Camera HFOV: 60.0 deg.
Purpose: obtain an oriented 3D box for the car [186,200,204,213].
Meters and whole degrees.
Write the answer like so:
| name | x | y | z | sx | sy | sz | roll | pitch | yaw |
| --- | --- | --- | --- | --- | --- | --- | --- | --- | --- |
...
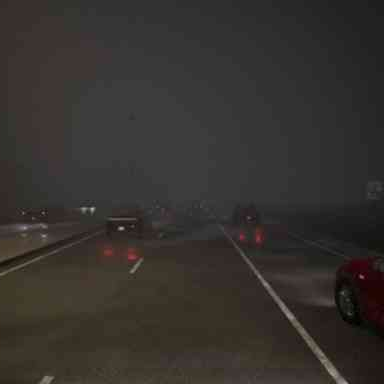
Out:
| name | x | y | z | sx | sy | sz | roll | pitch | yaw |
| --- | --- | --- | --- | --- | --- | --- | --- | --- | --- |
| car | 0.358 | 1.562 | 36.913 | 2.033 | 1.411 | 5.357 | 0 | 0 | 0 |

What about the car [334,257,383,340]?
| name | x | y | z | sx | sy | sz | roll | pitch | yaw |
| --- | --- | --- | --- | --- | --- | --- | --- | --- | --- |
| car | 3.663 | 1.358 | 4.271 | 2.097 | 1.767 | 4.553 | 0 | 0 | 0 |

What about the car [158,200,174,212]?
| name | x | y | z | sx | sy | sz | roll | pitch | yaw |
| --- | --- | --- | --- | --- | --- | --- | --- | --- | --- |
| car | -3.134 | 1.612 | 38.196 | 1.895 | 1.301 | 4.718 | 0 | 0 | 0 |

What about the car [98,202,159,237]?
| name | x | y | z | sx | sy | sz | roll | pitch | yaw |
| --- | --- | --- | --- | --- | --- | --- | --- | --- | --- |
| car | -3.278 | 1.495 | 17.943 | 2.128 | 1.511 | 4.902 | 0 | 0 | 0 |

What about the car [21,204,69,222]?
| name | x | y | z | sx | sy | sz | roll | pitch | yaw |
| --- | --- | --- | --- | --- | --- | --- | --- | --- | --- |
| car | -11.421 | 1.598 | 26.156 | 1.895 | 1.301 | 4.718 | 0 | 0 | 0 |

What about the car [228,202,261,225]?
| name | x | y | z | sx | sy | sz | roll | pitch | yaw |
| --- | --- | --- | --- | --- | --- | --- | --- | --- | --- |
| car | 3.768 | 1.506 | 24.412 | 2.128 | 1.511 | 4.902 | 0 | 0 | 0 |

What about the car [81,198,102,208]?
| name | x | y | z | sx | sy | sz | roll | pitch | yaw |
| --- | --- | --- | --- | --- | --- | --- | --- | --- | --- |
| car | -14.701 | 1.566 | 48.776 | 1.994 | 1.385 | 4.181 | 0 | 0 | 1 |
